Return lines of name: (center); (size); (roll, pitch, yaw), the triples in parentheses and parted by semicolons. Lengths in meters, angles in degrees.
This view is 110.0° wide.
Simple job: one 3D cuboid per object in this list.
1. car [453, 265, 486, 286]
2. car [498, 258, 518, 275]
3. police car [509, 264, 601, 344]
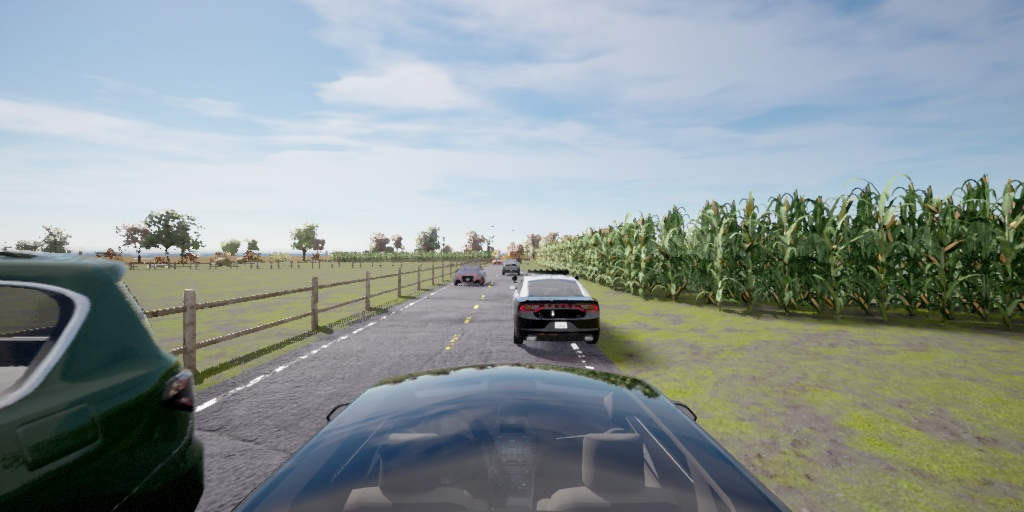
car: (-2.838, 1.313, 24.895); (1.994, 1.385, 4.181); (0, 0, 0)
car: (-0.085, 1.241, 38.310); (2.128, 1.511, 4.902); (0, 0, 0)
police car: (0.960, 1.174, 9.723); (1.930, 1.638, 5.238); (0, 0, 0)
